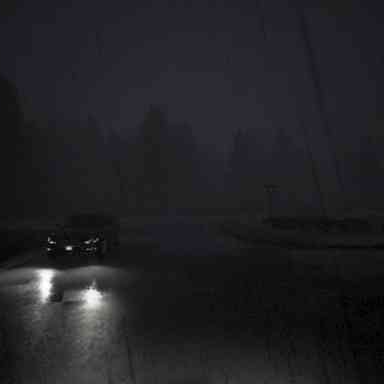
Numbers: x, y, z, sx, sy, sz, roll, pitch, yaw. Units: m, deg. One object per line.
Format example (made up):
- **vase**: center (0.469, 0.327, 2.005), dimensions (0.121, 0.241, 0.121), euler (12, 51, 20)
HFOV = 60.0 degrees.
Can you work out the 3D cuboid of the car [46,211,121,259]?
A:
- **car**: center (-3.964, 1.529, 12.880), dimensions (1.837, 1.490, 4.892), euler (0, 0, -2)
